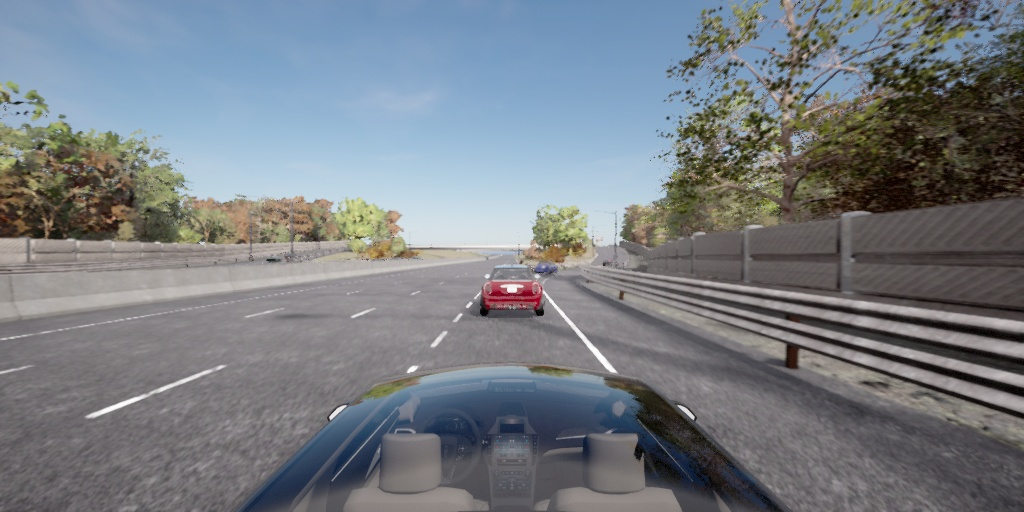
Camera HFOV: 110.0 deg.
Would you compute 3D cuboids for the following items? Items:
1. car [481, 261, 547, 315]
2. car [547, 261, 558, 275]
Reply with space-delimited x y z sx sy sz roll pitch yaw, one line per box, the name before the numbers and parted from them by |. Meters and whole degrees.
car | 0.010 1.115 13.700 2.097 1.767 4.553 0 0 0
car | 4.298 1.416 43.924 2.097 1.767 4.553 0 -1 17
